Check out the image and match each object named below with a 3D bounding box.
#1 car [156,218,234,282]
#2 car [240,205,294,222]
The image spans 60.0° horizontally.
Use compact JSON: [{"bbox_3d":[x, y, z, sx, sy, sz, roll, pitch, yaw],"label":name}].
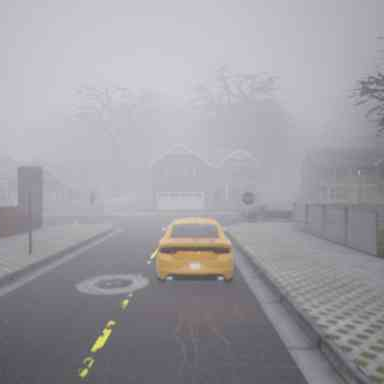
[{"bbox_3d":[0.078,1.504,9.879,1.882,1.535,5.008,0,0,0],"label":"car"},{"bbox_3d":[6.251,1.634,26.009,4.718,1.301,1.895,-1,1,-12],"label":"car"}]
